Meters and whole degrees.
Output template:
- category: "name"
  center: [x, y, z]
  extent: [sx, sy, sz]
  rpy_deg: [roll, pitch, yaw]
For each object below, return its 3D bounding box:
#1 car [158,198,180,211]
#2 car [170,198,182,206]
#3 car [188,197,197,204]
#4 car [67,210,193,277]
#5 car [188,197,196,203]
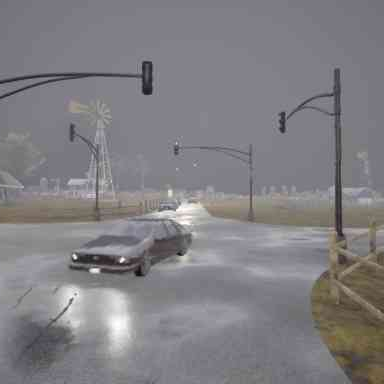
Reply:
- category: "car"
  center: [-2.862, 1.661, 39.779]
  extent: [1.994, 1.385, 4.181]
  rpy_deg: [0, 0, 0]
- category: "car"
  center: [-2.843, 1.795, 58.502]
  extent: [1.895, 1.301, 4.718]
  rpy_deg: [0, 0, 0]
- category: "car"
  center: [0.084, 1.788, 69.110]
  extent: [1.812, 1.442, 4.674]
  rpy_deg: [0, 0, 0]
- category: "car"
  center: [-1.549, 1.551, 10.695]
  extent: [2.033, 1.411, 5.357]
  rpy_deg: [0, 0, 19]
- category: "car"
  center: [-0.010, 1.860, 79.122]
  extent: [1.812, 1.442, 4.674]
  rpy_deg: [0, 0, 0]
